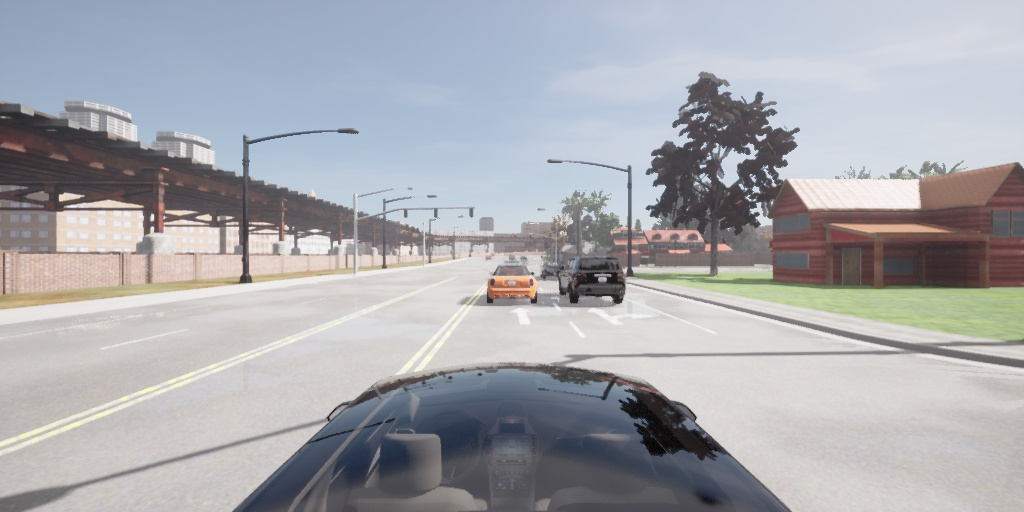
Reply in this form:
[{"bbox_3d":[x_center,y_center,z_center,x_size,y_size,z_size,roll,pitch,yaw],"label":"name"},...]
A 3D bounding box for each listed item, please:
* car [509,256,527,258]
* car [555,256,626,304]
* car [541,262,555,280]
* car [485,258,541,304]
[{"bbox_3d":[0.000,1.113,31.470,2.097,1.767,4.553,0,0,0],"label":"car"},{"bbox_3d":[3.500,1.005,16.530,2.150,2.045,5.566,0,0,0],"label":"car"},{"bbox_3d":[3.500,1.243,31.500,2.128,1.511,4.902,0,0,0],"label":"car"},{"bbox_3d":[0.000,1.113,16.470,2.097,1.767,4.553,0,0,0],"label":"car"}]
